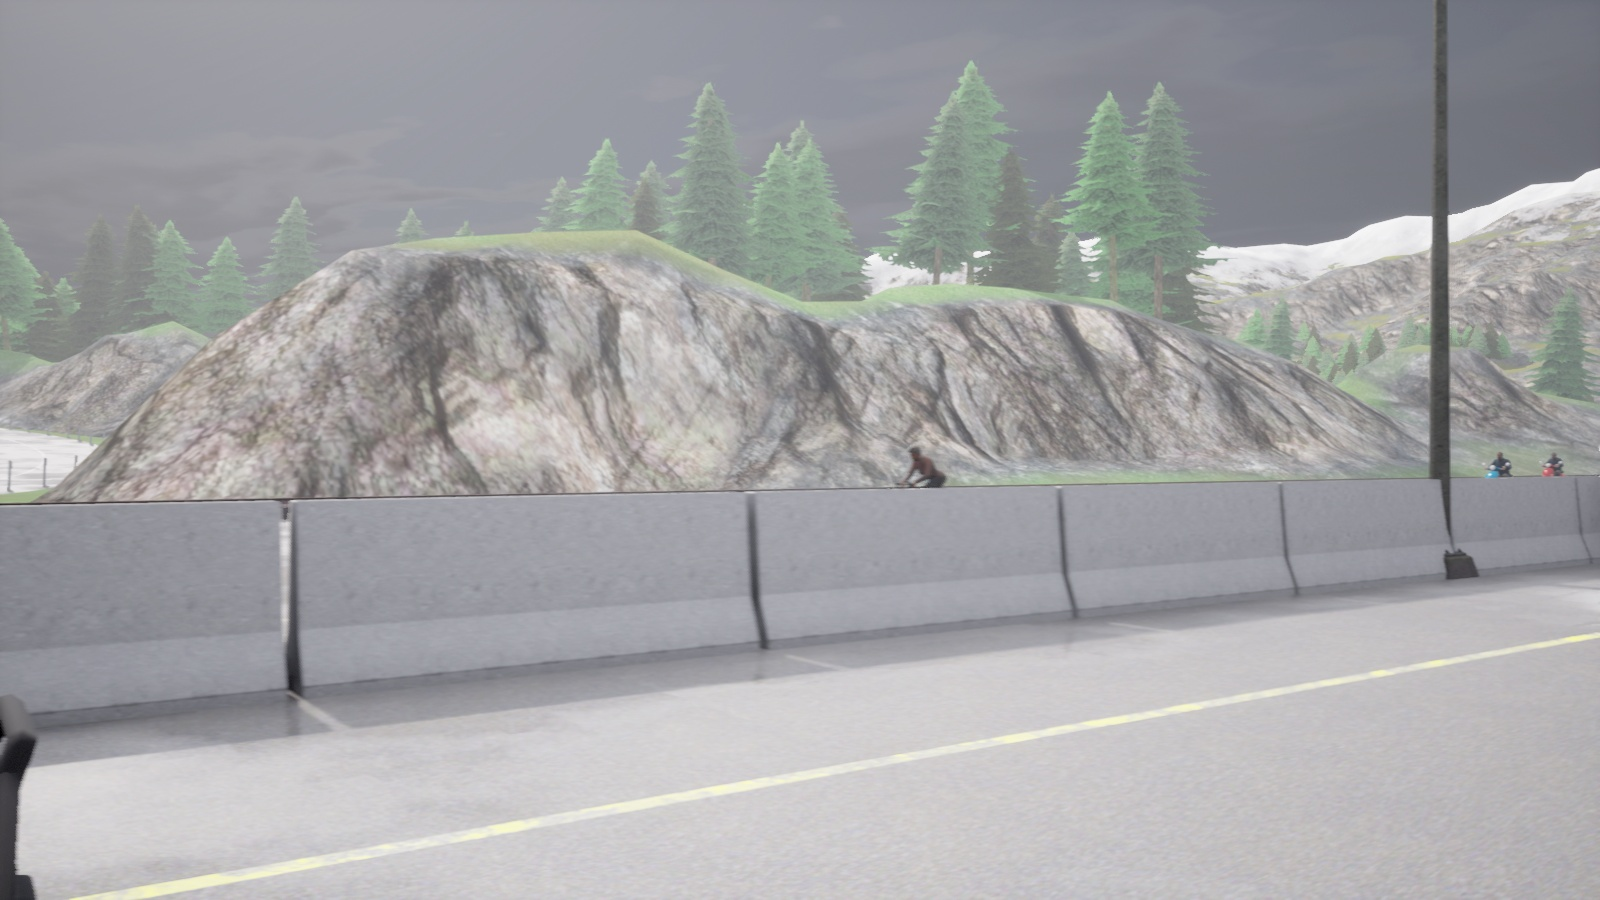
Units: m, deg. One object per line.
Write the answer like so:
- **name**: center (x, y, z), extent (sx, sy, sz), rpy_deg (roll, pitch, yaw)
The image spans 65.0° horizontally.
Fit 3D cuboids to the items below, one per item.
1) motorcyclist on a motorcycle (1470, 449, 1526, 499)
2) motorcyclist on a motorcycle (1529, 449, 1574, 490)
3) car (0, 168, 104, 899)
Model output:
- **motorcyclist on a motorcycle**: center (22.658, 0.751, 40.752), extent (1.817, 1.590, 0.866), rpy_deg (0, 0, -35)
- **motorcyclist on a motorcycle**: center (30.025, 0.758, 50.143), extent (1.817, 1.590, 0.866), rpy_deg (0, 0, -35)
- **car**: center (-3.131, 0.550, 1.480), extent (3.866, 1.878, 1.905), rpy_deg (0, 0, -35)
